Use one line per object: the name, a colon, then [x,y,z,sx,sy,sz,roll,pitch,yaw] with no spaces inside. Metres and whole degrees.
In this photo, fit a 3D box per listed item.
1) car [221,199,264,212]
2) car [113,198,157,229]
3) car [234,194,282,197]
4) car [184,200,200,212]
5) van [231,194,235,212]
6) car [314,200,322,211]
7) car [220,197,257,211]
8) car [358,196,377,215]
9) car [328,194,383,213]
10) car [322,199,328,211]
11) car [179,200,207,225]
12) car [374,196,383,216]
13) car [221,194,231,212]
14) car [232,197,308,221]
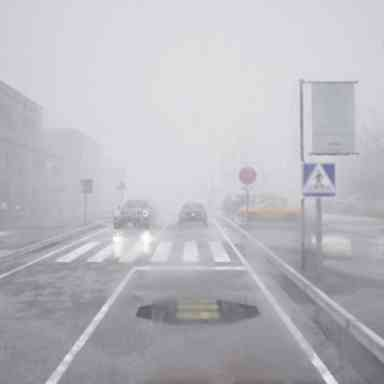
car: [6.125,1.587,40.704,5.008,1.535,2.097,0,-1,-1]
car: [-3.376,1.203,20.363,2.097,1.767,4.553,0,0,0]
car: [6.274,1.266,28.563,4.553,1.767,2.185,0,0,0]
car: [-0.001,1.746,42.118,1.994,1.385,4.181,0,-2,0]
van: [6.333,1.204,31.602,4.442,1.987,1.878,0,-1,0]
car: [18.348,1.360,41.734,5.566,2.045,2.435,0,-1,-1]
car: [6.112,1.526,43.742,4.553,1.767,2.185,0,-1,-1]
car: [18.680,1.415,30.555,5.366,1.575,1.946,0,-1,0]
car: [18.418,1.249,36.274,5.566,2.045,2.435,0,-1,-1]
car: [18.404,1.556,39.061,4.892,1.521,2.231,0,-1,-1]
car: [0.073,1.418,22.525,2.033,1.411,5.357,0,0,0]
car: [18.702,1.387,27.894,5.366,1.575,1.946,0,0,0]
car: [6.187,1.274,37.793,5.566,2.045,2.435,0,-1,-1]
car: [6.082,1.365,25.642,5.366,1.575,1.946,0,0,0]
